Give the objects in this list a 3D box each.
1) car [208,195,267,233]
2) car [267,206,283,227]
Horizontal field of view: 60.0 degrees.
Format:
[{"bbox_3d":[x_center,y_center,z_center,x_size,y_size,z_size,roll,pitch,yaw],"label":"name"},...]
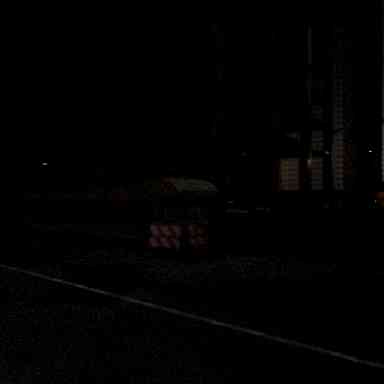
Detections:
[{"bbox_3d":[1.871,1.165,18.600,3.866,1.878,1.905,0,0,36],"label":"car"},{"bbox_3d":[3.592,1.165,20.985,3.866,1.878,1.905,0,0,36],"label":"car"}]
